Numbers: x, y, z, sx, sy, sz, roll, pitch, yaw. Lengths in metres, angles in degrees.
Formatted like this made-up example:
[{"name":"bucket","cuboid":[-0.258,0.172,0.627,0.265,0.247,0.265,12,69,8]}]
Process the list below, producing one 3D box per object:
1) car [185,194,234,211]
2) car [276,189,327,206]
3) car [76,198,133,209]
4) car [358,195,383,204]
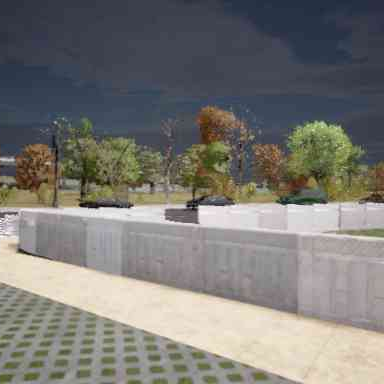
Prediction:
[{"name":"car","cuboid":[1.746,1.017,32.640,4.892,1.490,1.837,0,2,-19]},{"name":"car","cuboid":[11.885,0.692,36.017,5.566,2.045,2.150,0,2,-19]},{"name":"car","cuboid":[-7.740,1.158,29.468,4.718,1.301,1.895,0,2,-18]},{"name":"car","cuboid":[21.933,0.973,39.342,4.674,1.442,1.812,0,2,-18]}]
